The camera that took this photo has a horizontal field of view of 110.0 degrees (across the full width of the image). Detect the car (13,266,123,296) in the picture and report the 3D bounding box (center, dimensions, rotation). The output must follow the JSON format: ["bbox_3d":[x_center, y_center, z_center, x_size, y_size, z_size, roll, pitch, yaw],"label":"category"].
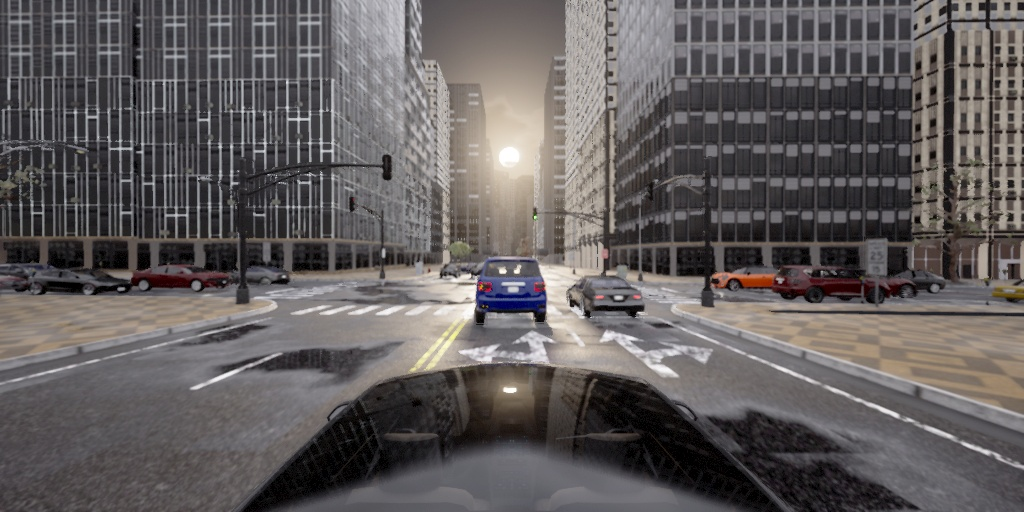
[{"bbox_3d":[-22.742,1.350,18.919,4.313,1.339,1.948,0,0,1],"label":"car"}]

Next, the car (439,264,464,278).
[{"bbox_3d":[-6.625,1.591,38.811,1.837,1.490,4.892,0,-1,-1],"label":"car"}]

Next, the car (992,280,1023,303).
[{"bbox_3d":[27.632,1.745,18.221,4.829,1.417,1.751,0,0,1],"label":"car"}]

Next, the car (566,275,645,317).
[{"bbox_3d":[3.336,1.440,13.729,2.033,1.411,5.357,0,-2,0],"label":"car"}]

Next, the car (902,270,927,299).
[{"bbox_3d":[20.575,1.496,20.947,4.553,1.767,2.097,0,0,1],"label":"car"}]

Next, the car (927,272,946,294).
[{"bbox_3d":[25.896,1.674,24.034,4.892,1.490,1.837,0,0,1],"label":"car"}]

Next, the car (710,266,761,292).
[{"bbox_3d":[15.767,1.435,24.227,4.553,1.767,2.097,0,0,-1],"label":"car"}]

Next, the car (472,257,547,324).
[{"bbox_3d":[-0.180,1.092,12.636,2.150,2.045,5.566,0,-1,-5],"label":"car"}]

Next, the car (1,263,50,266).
[{"bbox_3d":[-29.281,1.201,21.764,4.902,1.511,2.128,1,0,1],"label":"car"}]

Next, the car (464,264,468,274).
[{"bbox_3d":[-6.600,1.776,49.113,1.895,1.301,4.718,0,0,0],"label":"car"}]

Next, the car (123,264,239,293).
[{"bbox_3d":[-19.778,1.271,21.576,5.008,1.535,1.882,1,0,0],"label":"car"}]

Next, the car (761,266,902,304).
[{"bbox_3d":[16.183,1.438,18.412,5.009,1.841,2.192,0,0,1],"label":"car"}]

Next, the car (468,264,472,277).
[{"bbox_3d":[-3.360,1.571,39.705,1.882,1.535,5.008,0,0,0],"label":"car"}]

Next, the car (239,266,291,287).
[{"bbox_3d":[-17.618,1.356,24.643,4.181,1.385,1.994,1,0,2],"label":"car"}]

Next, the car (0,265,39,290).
[{"bbox_3d":[-28.426,1.316,19.049,4.207,1.307,1.802,0,0,1],"label":"car"}]
